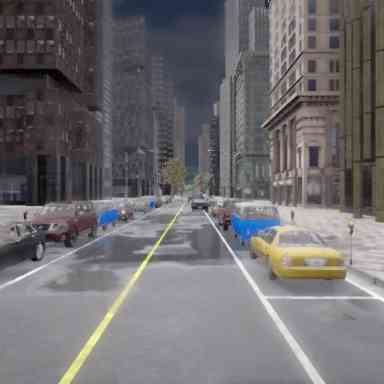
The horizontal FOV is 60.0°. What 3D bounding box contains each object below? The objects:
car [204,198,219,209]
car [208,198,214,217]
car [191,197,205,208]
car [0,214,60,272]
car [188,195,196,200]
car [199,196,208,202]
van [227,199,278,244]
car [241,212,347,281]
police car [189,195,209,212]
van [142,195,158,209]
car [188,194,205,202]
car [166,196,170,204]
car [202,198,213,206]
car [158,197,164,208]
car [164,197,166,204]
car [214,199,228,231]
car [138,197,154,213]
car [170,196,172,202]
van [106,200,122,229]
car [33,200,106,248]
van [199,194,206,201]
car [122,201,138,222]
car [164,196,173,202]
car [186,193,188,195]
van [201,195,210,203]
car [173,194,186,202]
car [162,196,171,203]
[{"bbox_3d":[2.774,1.634,48.237,2.008,1.369,4.403,0,0,0],"label":"car"},{"bbox_3d":[2.771,1.577,31.832,1.752,1.417,4.829,0,0,0],"label":"car"},{"bbox_3d":[0.828,1.565,49.689,1.882,1.535,5.008,0,0,-1],"label":"car"},{"bbox_3d":[-5.760,1.562,9.575,2.008,1.369,4.403,0,0,0],"label":"car"},{"bbox_3d":[0.001,1.577,90.910,1.994,1.385,4.181,0,0,0],"label":"car"},{"bbox_3d":[2.779,1.692,81.386,1.887,1.381,4.507,0,0,0],"label":"car"},{"bbox_3d":[2.769,1.362,15.088,1.690,1.788,3.998,0,0,0],"label":"van"},{"bbox_3d":[2.767,1.537,9.733,1.752,1.417,4.829,0,0,0],"label":"car"},{"bbox_3d":[0.900,1.493,39.811,1.930,1.638,5.238,0,0,0],"label":"police car"},{"bbox_3d":[-5.767,1.414,42.727,1.690,1.788,3.998,0,0,0],"label":"van"},{"bbox_3d":[0.901,1.298,55.731,2.150,2.045,5.566,0,0,0],"label":"car"},{"bbox_3d":[-5.772,1.640,64.659,1.752,1.417,4.829,0,0,0],"label":"car"},{"bbox_3d":[2.776,1.686,59.287,1.802,1.307,4.206,0,0,0],"label":"car"},{"bbox_3d":[-5.768,1.398,48.253,2.192,1.841,5.009,0,0,0],"label":"car"},{"bbox_3d":[-5.770,1.638,53.778,1.887,1.381,4.507,0,0,0],"label":"car"},{"bbox_3d":[2.770,1.346,20.613,2.192,1.841,5.009,0,0,0],"label":"car"},{"bbox_3d":[-5.766,1.613,37.201,2.008,1.369,4.403,0,0,0],"label":"car"},{"bbox_3d":[-5.773,1.670,70.354,1.887,1.381,4.507,0,0,0],"label":"car"},{"bbox_3d":[-5.762,1.372,20.626,1.690,1.788,3.998,0,0,0],"label":"van"},{"bbox_3d":[-5.761,1.336,15.100,2.192,1.841,5.009,0,0,0],"label":"car"},{"bbox_3d":[2.781,1.501,86.912,1.690,1.788,3.998,0,0,0],"label":"van"},{"bbox_3d":[-5.763,1.481,26.150,1.967,1.590,4.097,0,0,0],"label":"car"},{"bbox_3d":[-5.776,1.692,81.405,1.887,1.381,4.507,0,0,0],"label":"car"},{"bbox_3d":[0.001,1.500,76.017,1.837,1.490,4.892,0,0,0],"label":"car"},{"bbox_3d":[2.778,1.466,70.337,1.690,1.788,3.998,0,0,0],"label":"van"},{"bbox_3d":[-2.999,1.617,75.939,1.812,1.442,4.674,0,0,0],"label":"car"},{"bbox_3d":[-5.774,1.681,75.879,1.887,1.381,4.507,0,0,0],"label":"car"}]
